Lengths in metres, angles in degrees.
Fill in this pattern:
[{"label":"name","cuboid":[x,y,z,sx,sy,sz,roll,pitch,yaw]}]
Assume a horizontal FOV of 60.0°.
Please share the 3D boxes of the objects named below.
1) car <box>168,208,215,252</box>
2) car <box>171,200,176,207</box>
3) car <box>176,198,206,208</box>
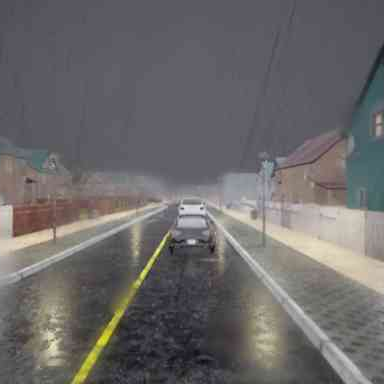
[{"label":"car","cuboid":[0.003,1.662,14.406,1.812,1.442,4.674,0,0,0]},{"label":"car","cuboid":[-2.760,2.166,62.338,1.994,1.385,4.181,0,-1,0]},{"label":"car","cuboid":[-0.002,1.491,29.030,2.150,2.045,5.566,0,0,0]}]
